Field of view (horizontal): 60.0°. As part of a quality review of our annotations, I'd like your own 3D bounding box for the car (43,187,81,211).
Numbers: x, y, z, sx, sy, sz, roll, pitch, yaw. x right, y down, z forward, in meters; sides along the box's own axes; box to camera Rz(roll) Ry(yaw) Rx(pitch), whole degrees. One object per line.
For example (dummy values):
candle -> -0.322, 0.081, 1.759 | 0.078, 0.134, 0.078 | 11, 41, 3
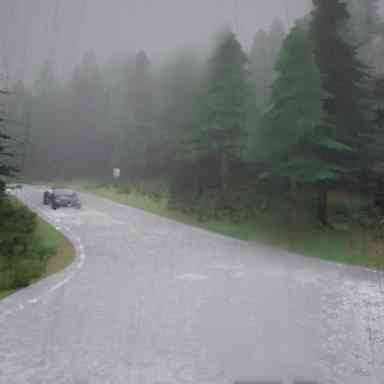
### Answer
car -> -9.506, 0.394, 24.160 | 1.812, 1.442, 4.674 | 0, 5, -35
